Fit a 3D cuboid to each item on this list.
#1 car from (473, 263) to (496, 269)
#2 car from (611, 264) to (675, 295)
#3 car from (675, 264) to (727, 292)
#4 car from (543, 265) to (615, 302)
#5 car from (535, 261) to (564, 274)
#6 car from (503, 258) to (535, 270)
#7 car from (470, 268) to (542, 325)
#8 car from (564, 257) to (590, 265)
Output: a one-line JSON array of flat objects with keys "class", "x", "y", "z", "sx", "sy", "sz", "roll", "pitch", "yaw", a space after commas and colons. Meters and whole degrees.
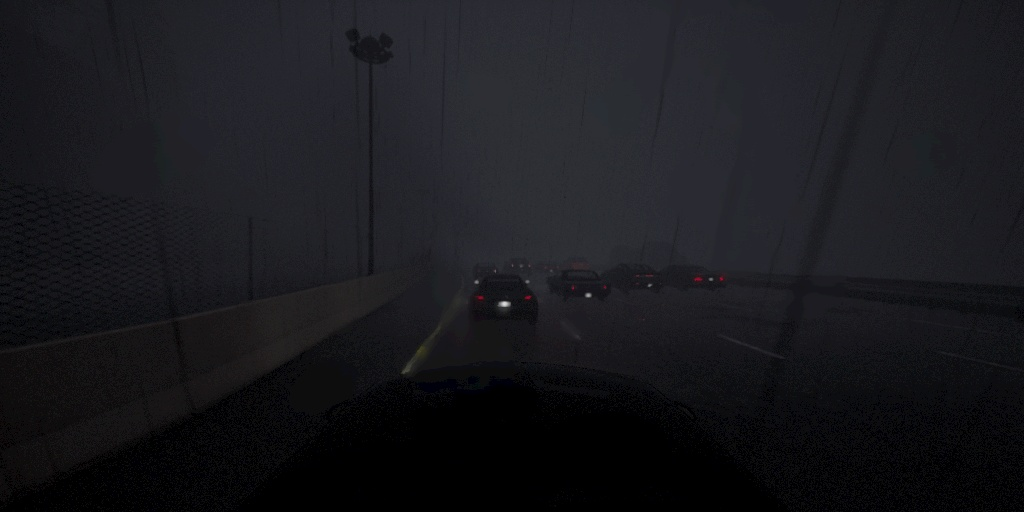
[{"class": "car", "x": -2.306, "y": 1.211, "z": 30.152, "sx": 1.895, "sy": 1.301, "sz": 4.718, "roll": 0, "pitch": 0, "yaw": -9}, {"class": "car", "x": 6.156, "y": 1.139, "z": 18.986, "sx": 2.128, "sy": 1.511, "sz": 4.902, "roll": 0, "pitch": 0, "yaw": -5}, {"class": "car", "x": 9.575, "y": 1.181, "z": 20.181, "sx": 2.033, "sy": 1.411, "sz": 5.357, "roll": 0, "pitch": 0, "yaw": -6}, {"class": "car", "x": 2.875, "y": 1.268, "z": 16.547, "sx": 1.895, "sy": 1.301, "sz": 4.718, "roll": 0, "pitch": 0, "yaw": -5}, {"class": "car", "x": 3.470, "y": 1.159, "z": 37.610, "sx": 1.895, "sy": 1.301, "sz": 4.718, "roll": 0, "pitch": 0, "yaw": -11}, {"class": "car", "x": 0.458, "y": 0.933, "z": 34.565, "sx": 2.097, "sy": 1.767, "sz": 4.553, "roll": 0, "pitch": 0, "yaw": -10}, {"class": "car", "x": -0.309, "y": 1.264, "z": 11.718, "sx": 1.994, "sy": 1.385, "sz": 4.181, "roll": 0, "pitch": 0, "yaw": -3}, {"class": "car", "x": 6.750, "y": 0.896, "z": 38.875, "sx": 2.097, "sy": 1.767, "sz": 4.553, "roll": 0, "pitch": 0, "yaw": -11}]
